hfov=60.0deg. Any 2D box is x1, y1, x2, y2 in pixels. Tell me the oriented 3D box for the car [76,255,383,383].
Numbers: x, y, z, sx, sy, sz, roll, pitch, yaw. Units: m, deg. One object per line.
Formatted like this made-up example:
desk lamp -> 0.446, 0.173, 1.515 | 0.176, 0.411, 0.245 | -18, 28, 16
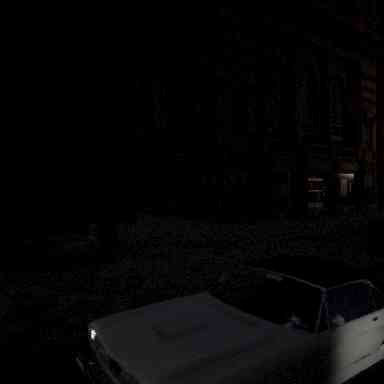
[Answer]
car -> 1.123, 1.600, 4.178 | 4.718, 1.301, 1.895 | 0, 0, -35
